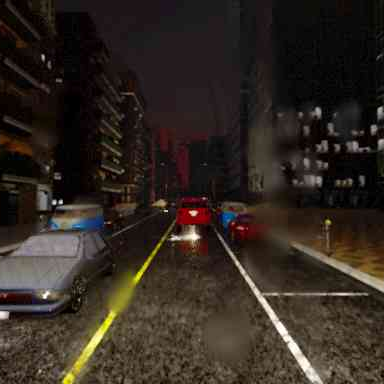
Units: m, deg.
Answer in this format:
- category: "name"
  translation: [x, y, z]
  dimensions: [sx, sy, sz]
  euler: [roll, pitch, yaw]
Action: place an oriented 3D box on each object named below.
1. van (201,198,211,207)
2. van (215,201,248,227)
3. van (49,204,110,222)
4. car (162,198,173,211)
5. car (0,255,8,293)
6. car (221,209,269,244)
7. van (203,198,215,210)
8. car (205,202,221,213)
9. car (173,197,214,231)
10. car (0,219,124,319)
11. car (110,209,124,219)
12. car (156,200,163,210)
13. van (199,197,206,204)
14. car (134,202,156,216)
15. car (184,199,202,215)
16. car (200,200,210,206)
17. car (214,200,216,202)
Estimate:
- category: "van"
  translation: [2.755, 2.047, 65.977]
  dimensions: [1.690, 1.788, 3.998]
  euler: [1, -1, 0]
- category: "van"
  translation: [2.724, 1.581, 22.278]
  dimensions: [1.690, 1.788, 3.998]
  euler: [1, -1, 0]
- category: "van"
  translation: [-5.627, 1.520, 16.636]
  dimensions: [1.690, 1.788, 3.998]
  euler: [1, -1, 0]
- category: "car"
  translation: [-3.035, 2.055, 51.265]
  dimensions: [1.837, 1.490, 4.892]
  euler: [0, -1, 0]
- category: "car"
  translation: [-5.634, 1.376, 5.544]
  dimensions: [2.192, 1.841, 5.009]
  euler: [1, -1, 0]
- category: "car"
  translation: [2.715, 1.763, 16.727]
  dimensions: [1.802, 1.307, 4.206]
  euler: [1, -1, 0]
- category: "van"
  translation: [2.747, 1.929, 54.962]
  dimensions: [1.690, 1.788, 3.998]
  euler: [1, -1, 0]
- category: "car"
  translation: [2.734, 2.053, 43.945]
  dimensions: [1.802, 1.307, 4.206]
  euler: [1, -1, 0]
- category: "car"
  translation: [0.114, 1.468, 22.814]
  dimensions: [2.150, 2.045, 5.566]
  euler: [0, 0, 0]
- category: "car"
  translation: [-3.095, 1.635, 8.038]
  dimensions: [2.033, 1.411, 5.357]
  euler: [0, -1, 0]
- category: "car"
  translation: [-5.628, 1.820, 22.181]
  dimensions: [1.802, 1.307, 4.206]
  euler: [1, -1, 0]
- category: "car"
  translation: [-5.637, 2.111, 54.765]
  dimensions: [1.752, 1.417, 4.829]
  euler: [1, -1, 0]
- category: "van"
  translation: [2.770, 2.282, 88.008]
  dimensions: [1.690, 1.788, 3.998]
  euler: [1, -1, 0]
- category: "car"
  translation: [-5.616, 1.997, 38.819]
  dimensions: [1.802, 1.307, 4.206]
  euler: [1, -1, 0]
- category: "car"
  translation: [0.129, 1.793, 41.269]
  dimensions: [2.097, 1.767, 4.553]
  euler: [0, -1, 0]
- category: "car"
  translation: [2.754, 2.347, 71.482]
  dimensions: [1.802, 1.307, 4.206]
  euler: [1, -1, 0]
- category: "car"
  translation: [2.731, 1.999, 38.917]
  dimensions: [1.802, 1.307, 4.206]
  euler: [1, -1, 0]
